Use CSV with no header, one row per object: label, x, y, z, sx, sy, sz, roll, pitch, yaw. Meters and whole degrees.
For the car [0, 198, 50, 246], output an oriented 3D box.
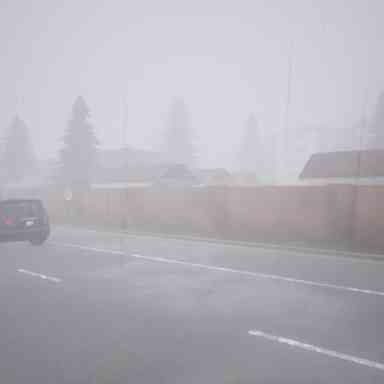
car,-8.293,1.258,14.084,5.566,2.045,2.150,0,0,36
